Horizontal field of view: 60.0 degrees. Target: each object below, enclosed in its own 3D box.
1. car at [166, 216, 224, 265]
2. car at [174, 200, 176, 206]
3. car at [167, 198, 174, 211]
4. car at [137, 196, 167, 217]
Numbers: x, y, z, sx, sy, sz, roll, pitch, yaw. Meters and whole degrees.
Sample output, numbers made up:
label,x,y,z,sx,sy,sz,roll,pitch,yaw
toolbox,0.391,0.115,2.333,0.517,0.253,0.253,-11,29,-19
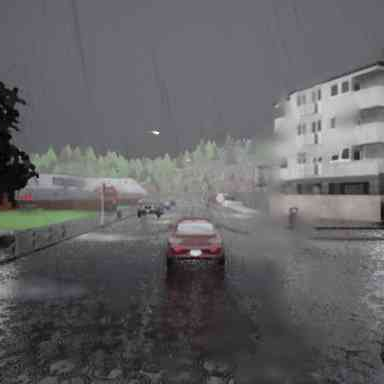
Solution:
label,x,y,z,sx,sy,sz,roll,pitch,yaw
car,0.095,1.596,11.881,1.812,1.442,4.674,0,0,0
car,-4.009,1.963,61.492,1.895,1.301,4.718,0,0,0
car,-4.070,1.628,46.465,2.097,1.767,4.553,0,-1,0
car,-4.093,1.420,33.546,2.150,2.045,5.566,0,0,0
